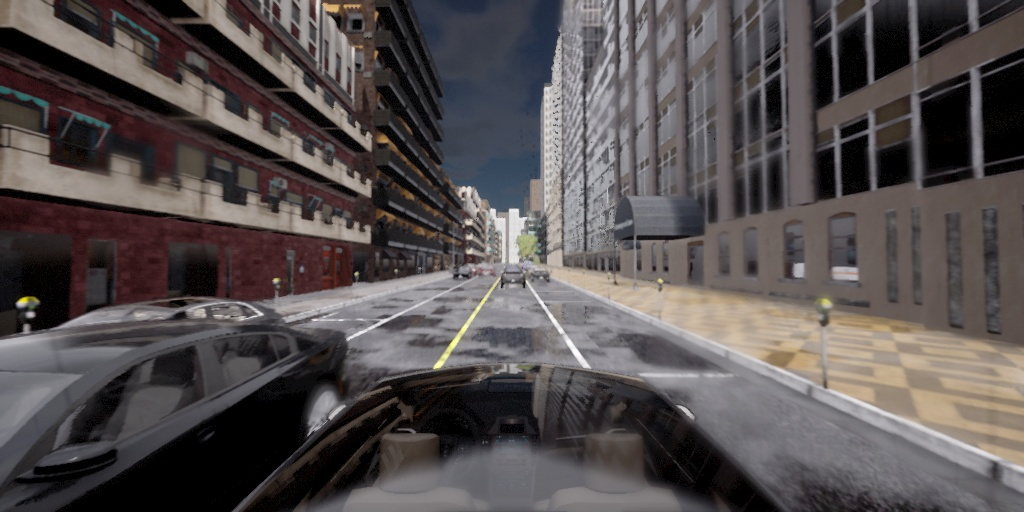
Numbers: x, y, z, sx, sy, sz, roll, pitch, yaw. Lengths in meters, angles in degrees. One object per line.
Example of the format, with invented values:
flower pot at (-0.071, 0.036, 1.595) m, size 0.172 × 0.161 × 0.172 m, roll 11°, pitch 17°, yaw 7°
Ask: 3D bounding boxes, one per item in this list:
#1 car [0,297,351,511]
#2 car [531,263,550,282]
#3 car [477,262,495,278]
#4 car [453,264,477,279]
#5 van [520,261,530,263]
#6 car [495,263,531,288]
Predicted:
car at (-2.851, 1.234, 2.239) m, size 1.882 × 1.535 × 5.008 m, roll 0°, pitch -1°, yaw 0°
car at (2.562, 1.675, 33.358) m, size 2.007 × 1.370 × 4.403 m, roll 0°, pitch 0°, yaw 0°
car at (-2.850, 1.754, 42.150) m, size 1.812 × 1.442 × 4.674 m, roll 0°, pitch -1°, yaw 0°
car at (-5.319, 1.759, 39.190) m, size 1.948 × 1.339 × 4.313 m, roll 0°, pitch 0°, yaw 0°
van at (2.560, 1.734, 55.965) m, size 1.690 × 1.789 × 3.998 m, roll 0°, pitch 0°, yaw 0°
car at (0.089, 1.541, 27.113) m, size 2.128 × 1.511 × 4.902 m, roll 0°, pitch -1°, yaw 0°
